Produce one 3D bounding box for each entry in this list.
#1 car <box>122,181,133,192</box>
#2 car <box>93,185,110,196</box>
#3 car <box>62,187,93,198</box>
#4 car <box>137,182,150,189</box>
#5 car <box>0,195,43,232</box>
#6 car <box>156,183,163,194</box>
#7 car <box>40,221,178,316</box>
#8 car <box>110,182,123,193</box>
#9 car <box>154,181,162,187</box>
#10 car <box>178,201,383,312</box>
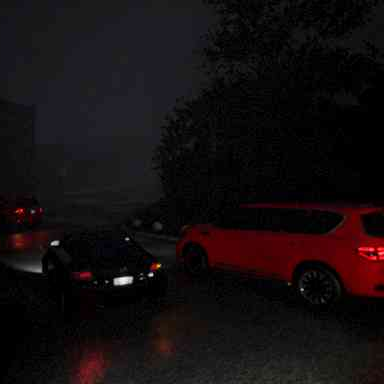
[{"bbox_3d":[-14.185,-1.139,68.686,2.435,2.045,5.566,0,3,14],"label":"car"},{"bbox_3d":[-16.930,-0.216,57.726,1.946,1.575,5.366,0,3,14],"label":"car"},{"bbox_3d":[-18.278,0.116,52.380,1.946,1.575,5.366,0,3,14],"label":"car"},{"bbox_3d":[-11.510,-1.517,79.401,2.163,1.488,4.792,0,3,14],"label":"car"},{"bbox_3d":[-11.744,1.230,20.259,5.566,2.045,2.150,0,0,21],"label":"car"},{"bbox_3d":[-4.292,-0.425,59.638,1.837,1.490,4.892,0,3,14],"label":"car"},{"bbox_3d":[-2.211,1.566,7.736,1.994,1.385,4.181,0,0,-29],"label":"car"},{"bbox_3d":[-15.591,-0.545,63.076,1.946,1.575,5.366,0,3,14],"label":"car"},{"bbox_3d":[-8.820,-2.206,90.135,2.231,1.521,4.892,0,3,14],"label":"car"},{"bbox_3d":[2.016,1.225,8.089,2.150,2.045,5.566,0,0,-44],"label":"car"}]
